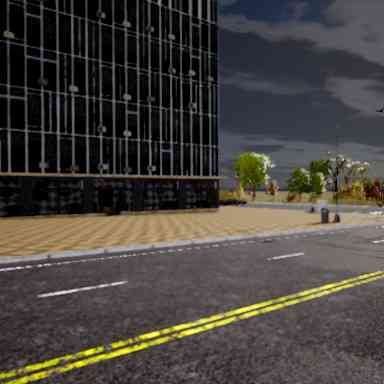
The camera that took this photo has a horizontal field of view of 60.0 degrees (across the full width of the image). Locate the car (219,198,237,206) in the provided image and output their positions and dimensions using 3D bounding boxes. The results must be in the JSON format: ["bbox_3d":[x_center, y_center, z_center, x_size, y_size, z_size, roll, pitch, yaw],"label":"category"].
[{"bbox_3d":[5.679,1.991,62.793,1.895,1.301,4.718,-1,0,-32],"label":"car"}]

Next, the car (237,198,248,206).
[{"bbox_3d":[8.445,1.909,64.539,2.033,1.411,5.357,-1,0,-32],"label":"car"}]
